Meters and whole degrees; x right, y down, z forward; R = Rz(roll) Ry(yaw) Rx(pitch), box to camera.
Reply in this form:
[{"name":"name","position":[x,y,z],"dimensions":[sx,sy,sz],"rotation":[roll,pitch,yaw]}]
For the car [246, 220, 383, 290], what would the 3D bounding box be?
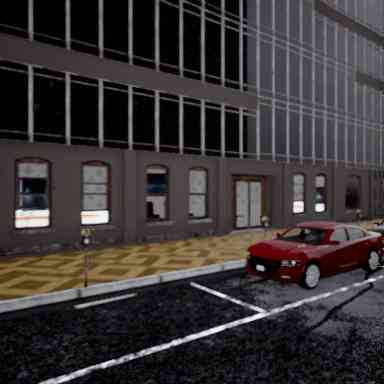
[{"name":"car","position":[3.418,1.496,8.991],"dimensions":[4.507,1.381,1.887],"rotation":[0,1,-35]}]
